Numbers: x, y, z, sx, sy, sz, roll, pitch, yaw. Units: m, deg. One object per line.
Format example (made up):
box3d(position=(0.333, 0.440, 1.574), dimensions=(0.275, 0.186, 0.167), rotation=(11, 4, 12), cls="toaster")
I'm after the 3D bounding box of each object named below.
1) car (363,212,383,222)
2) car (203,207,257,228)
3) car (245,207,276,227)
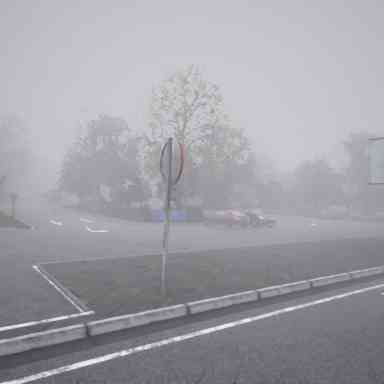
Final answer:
box3d(position=(25.351, 3.397, 44.389), dimensions=(2.002, 1.452, 4.674), rotation=(3, -2, -35), cls="car")
box3d(position=(2.915, 2.245, 28.518), dimensions=(2.002, 1.452, 4.674), rotation=(3, -2, -36), cls="car")
box3d(position=(5.467, 2.211, 30.407), dimensions=(2.185, 1.767, 4.553), rotation=(3, -2, -35), cls="car")
